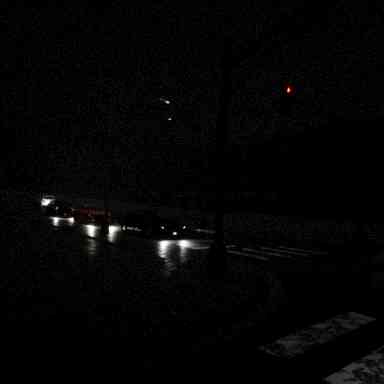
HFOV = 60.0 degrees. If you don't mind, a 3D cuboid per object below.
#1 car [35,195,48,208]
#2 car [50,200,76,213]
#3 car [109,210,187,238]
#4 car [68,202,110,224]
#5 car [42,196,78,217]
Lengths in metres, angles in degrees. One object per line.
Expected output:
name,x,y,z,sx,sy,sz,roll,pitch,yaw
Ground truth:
car,-23.602,1.549,53.570,2.150,2.045,5.566,4,-1,-36
car,-17.731,1.941,45.439,2.128,1.511,4.902,4,-2,-35
car,-2.511,1.761,19.211,2.033,1.411,5.357,4,-3,-38
car,-8.232,1.770,27.243,1.882,1.535,5.008,4,-3,-36
car,-14.084,1.679,35.419,2.097,1.767,4.553,4,-2,-35
